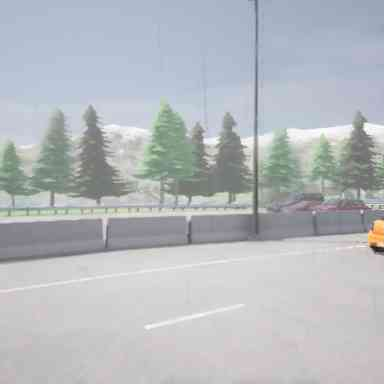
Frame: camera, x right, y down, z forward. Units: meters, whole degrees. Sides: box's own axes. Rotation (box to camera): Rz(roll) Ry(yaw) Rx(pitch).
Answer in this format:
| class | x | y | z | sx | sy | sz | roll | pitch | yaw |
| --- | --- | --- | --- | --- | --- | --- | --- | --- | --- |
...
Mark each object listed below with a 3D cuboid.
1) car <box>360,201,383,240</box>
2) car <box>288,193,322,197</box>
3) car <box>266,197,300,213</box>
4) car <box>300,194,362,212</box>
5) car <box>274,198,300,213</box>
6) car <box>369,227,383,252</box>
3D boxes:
| class | x | y | z | sx | sy | sz | roll | pitch | yaw |
| --- | --- | --- | --- | --- | --- | --- | --- | --- | --- |
| car | 8.678 | 1.322 | 12.016 | 4.553 | 1.767 | 2.097 | 0 | 0 | -24 |
| car | 11.453 | 1.094 | 35.354 | 5.566 | 2.045 | 2.150 | 0 | 0 | -15 |
| car | 9.663 | 1.433 | 31.246 | 5.357 | 1.411 | 2.033 | 0 | 0 | -18 |
| car | 10.585 | 1.273 | 24.096 | 4.553 | 1.767 | 2.097 | 0 | 0 | -18 |
| car | 9.508 | 1.428 | 27.436 | 4.674 | 1.442 | 1.812 | 0 | 0 | -18 |
| car | 6.165 | 1.511 | 7.051 | 4.674 | 1.442 | 1.812 | 0 | 0 | -27 |
